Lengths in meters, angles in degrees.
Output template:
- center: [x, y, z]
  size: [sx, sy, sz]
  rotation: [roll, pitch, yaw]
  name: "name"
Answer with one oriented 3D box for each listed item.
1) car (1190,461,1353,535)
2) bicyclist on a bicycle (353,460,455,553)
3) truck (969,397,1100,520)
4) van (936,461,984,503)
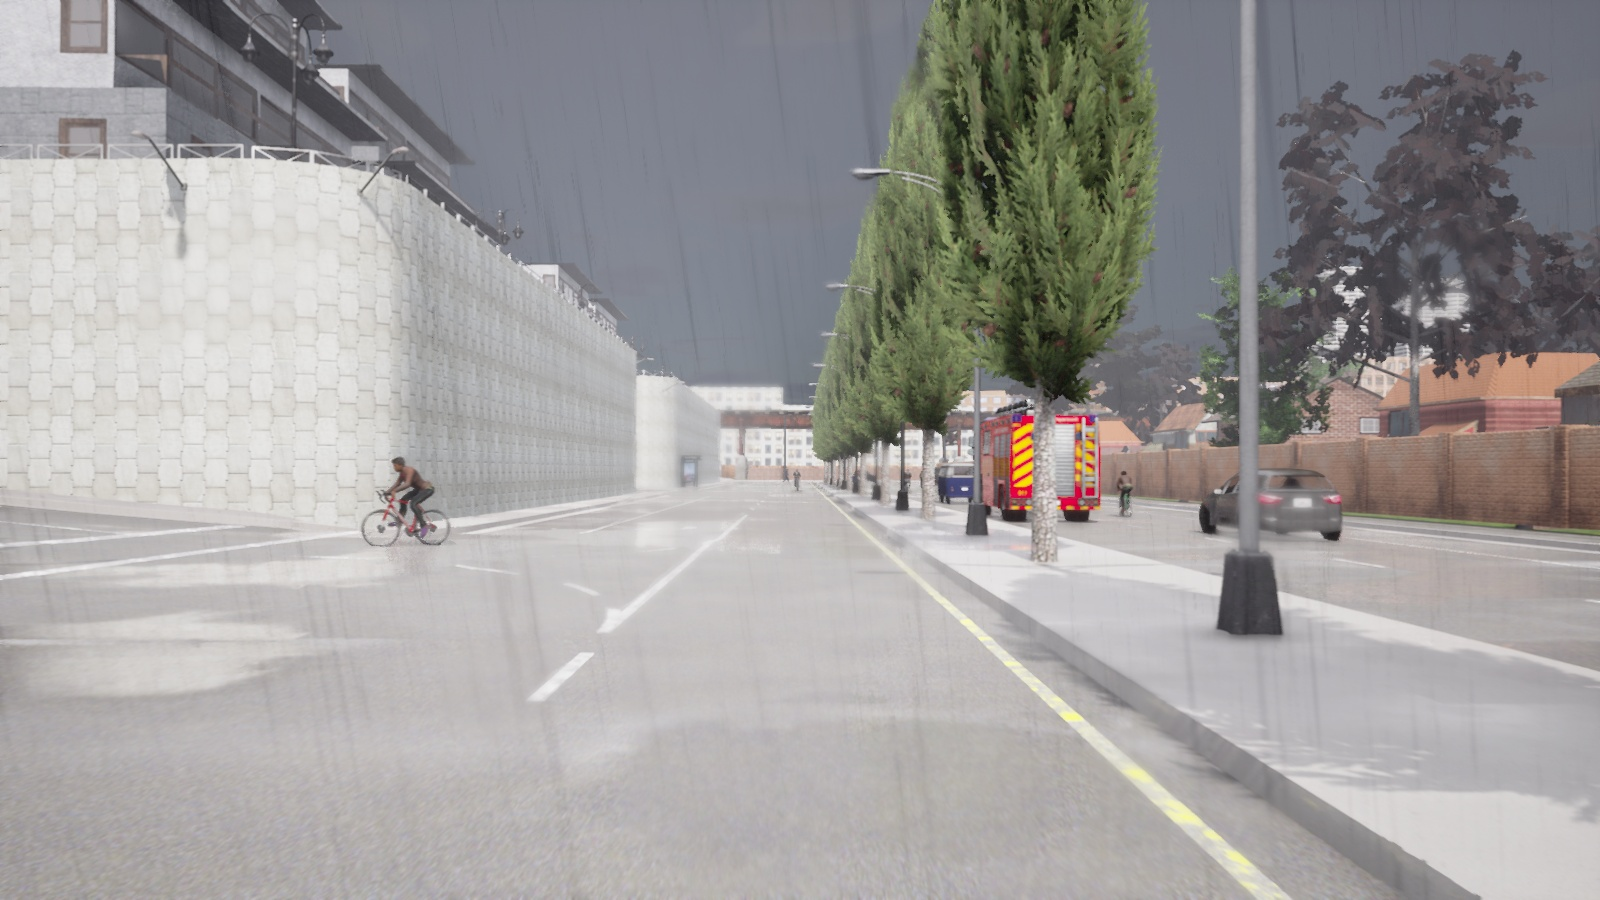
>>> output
- center: [11.424, 1.130, 30.843]
  size: [2.242, 1.667, 4.611]
  rotation: [0, -1, 0]
  name: "car"
- center: [-7.155, 1.007, 22.712]
  size: [1.656, 1.620, 0.582]
  rotation: [1, -3, -39]
  name: "bicyclist on a bicycle"
- center: [7.889, 0.344, 43.357]
  size: [2.891, 3.827, 8.468]
  rotation: [0, -1, 0]
  name: "truck"
- center: [7.848, 1.574, 62.022]
  size: [1.775, 1.987, 4.442]
  rotation: [0, -1, 0]
  name: "van"
